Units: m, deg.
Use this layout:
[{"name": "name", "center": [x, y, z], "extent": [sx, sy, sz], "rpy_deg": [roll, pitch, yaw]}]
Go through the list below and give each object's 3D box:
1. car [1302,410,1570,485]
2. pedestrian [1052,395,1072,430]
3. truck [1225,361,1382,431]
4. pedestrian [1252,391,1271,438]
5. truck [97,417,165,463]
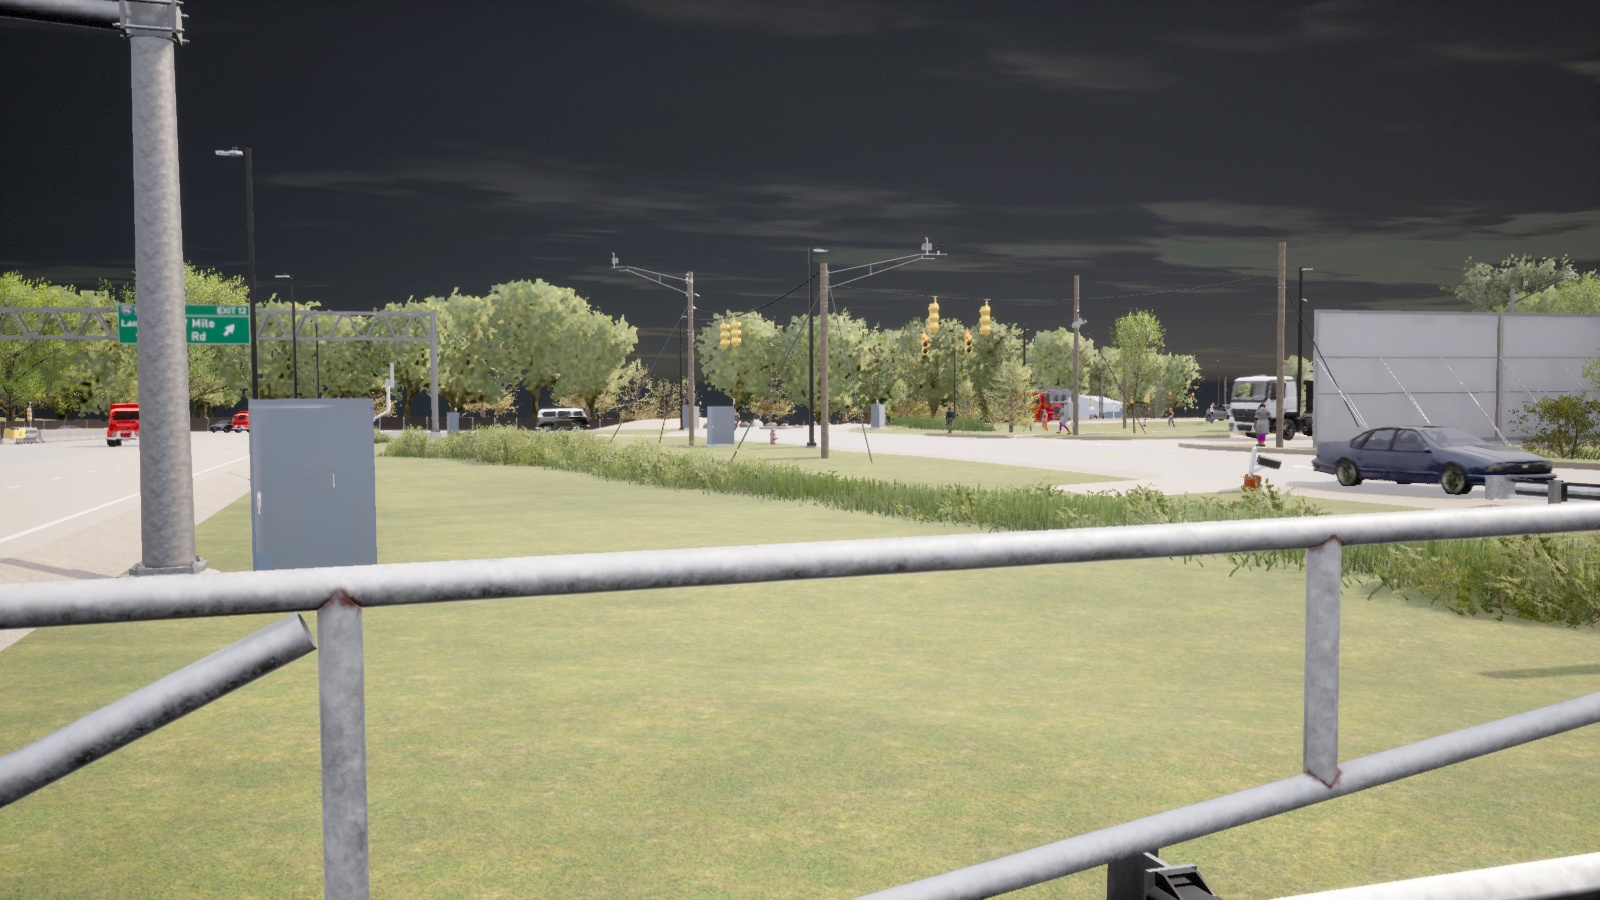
[{"name": "car", "center": [13.811, -0.129, 27.734], "extent": [2.033, 1.411, 5.357], "rpy_deg": [-3, 2, -19]}, {"name": "pedestrian", "center": [15.079, -2.165, 72.169], "extent": [0.873, 1.952, 0.659], "rpy_deg": [-3, 3, -19]}, {"name": "truck", "center": [27.144, -2.939, 67.700], "extent": [7.936, 3.462, 2.891], "rpy_deg": [-3, 3, -19]}, {"name": "pedestrian", "center": [19.897, -1.532, 54.097], "extent": [0.659, 1.952, 0.873], "rpy_deg": [0, 3, 27]}, {"name": "truck", "center": [-38.783, -0.630, 72.986], "extent": [2.627, 2.467, 5.204], "rpy_deg": [-3, 2, -19]}]
